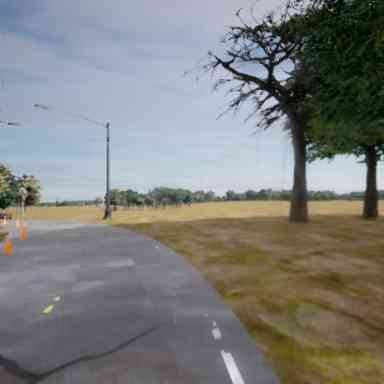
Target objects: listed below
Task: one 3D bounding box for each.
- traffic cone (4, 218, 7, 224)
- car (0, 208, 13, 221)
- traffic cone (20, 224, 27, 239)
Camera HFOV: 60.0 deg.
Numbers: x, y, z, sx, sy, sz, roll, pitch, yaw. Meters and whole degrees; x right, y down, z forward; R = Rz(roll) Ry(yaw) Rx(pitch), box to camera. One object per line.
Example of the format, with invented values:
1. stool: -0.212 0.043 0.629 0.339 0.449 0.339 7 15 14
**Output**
1. traffic cone: -16.283 2.508 29.078 0.340 0.580 0.340 2 -3 -41
2. car: -21.934 2.478 37.127 5.008 1.535 1.882 -3 -4 35
3. traffic cone: -8.693 2.116 17.193 0.340 0.580 0.340 1 -1 -24
